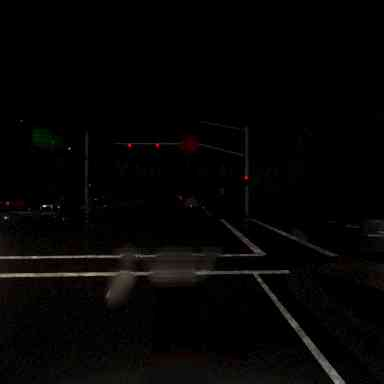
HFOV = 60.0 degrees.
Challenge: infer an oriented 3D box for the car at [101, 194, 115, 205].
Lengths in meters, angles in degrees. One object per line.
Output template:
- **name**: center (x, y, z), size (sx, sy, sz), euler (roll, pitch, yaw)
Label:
- **car**: center (-15.224, 1.564, 57.703), size (1.994, 1.385, 4.181), euler (0, 0, 0)

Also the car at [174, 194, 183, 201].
- **car**: center (-3.460, 1.296, 84.504), size (2.097, 1.767, 4.553), euler (0, 0, 1)

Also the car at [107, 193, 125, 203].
- **car**: center (-15.174, 1.225, 68.184), size (2.150, 2.045, 5.566), euler (0, 0, 0)

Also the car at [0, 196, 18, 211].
- **car**: center (-22.203, 1.352, 40.447), size (2.097, 1.767, 4.553), euler (0, 0, 0)

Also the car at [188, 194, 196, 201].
- **car**: center (0.039, 1.419, 84.450), size (1.882, 1.535, 5.008), euler (0, 0, 1)

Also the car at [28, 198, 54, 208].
- **car**: center (-22.222, 1.564, 49.079), size (1.994, 1.385, 4.181), euler (0, 0, 0)

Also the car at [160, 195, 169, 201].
- **car**: center (-6.959, 1.465, 84.616), size (1.812, 1.442, 4.674), euler (0, 0, 1)

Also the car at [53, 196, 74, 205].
- **car**: center (-22.213, 1.525, 57.820), size (1.812, 1.442, 4.674), euler (0, 0, 0)

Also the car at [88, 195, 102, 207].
- **car**: center (-15.221, 1.564, 49.293), size (1.994, 1.385, 4.181), euler (0, 0, 0)

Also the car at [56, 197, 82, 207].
- **car**: center (-18.726, 1.547, 51.012), size (2.033, 1.411, 5.357), euler (0, 0, 0)

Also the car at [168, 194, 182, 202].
- **car**: center (-3.648, 1.551, 74.675), size (1.994, 1.385, 4.181), euler (0, 0, 1)

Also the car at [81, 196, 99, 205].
- **car**: center (-18.709, 1.506, 61.327), size (1.837, 1.490, 4.892), euler (0, 0, 0)

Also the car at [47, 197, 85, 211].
- **car**: center (-15.203, 1.491, 40.390), size (2.128, 1.511, 4.902), euler (0, 0, 0)

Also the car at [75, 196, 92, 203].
- **car**: center (-22.173, 1.594, 68.104), size (1.895, 1.301, 4.718), euler (0, 0, 0)

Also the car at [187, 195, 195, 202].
- **car**: center (-0.151, 1.521, 74.270), size (1.812, 1.442, 4.674), euler (0, 0, 1)

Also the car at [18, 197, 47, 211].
- **car**: center (-18.741, 1.547, 40.940), size (2.033, 1.411, 5.357), euler (0, 0, 0)

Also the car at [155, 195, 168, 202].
- **car**: center (-7.151, 1.536, 74.255), size (2.033, 1.411, 5.357), euler (0, 0, 1)

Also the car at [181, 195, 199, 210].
- **car**: center (-0.112, 1.525, 43.252), size (1.812, 1.442, 4.674), euler (0, 0, 0)
